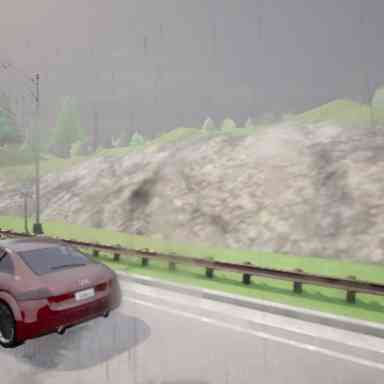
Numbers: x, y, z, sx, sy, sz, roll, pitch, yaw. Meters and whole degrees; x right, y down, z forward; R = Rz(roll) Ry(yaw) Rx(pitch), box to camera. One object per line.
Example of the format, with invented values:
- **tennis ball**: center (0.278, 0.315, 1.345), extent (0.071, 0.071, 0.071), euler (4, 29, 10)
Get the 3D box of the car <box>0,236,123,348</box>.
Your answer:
- **car**: center (-3.300, 1.561, 6.343), extent (4.181, 1.385, 1.994), euler (0, 0, 36)
